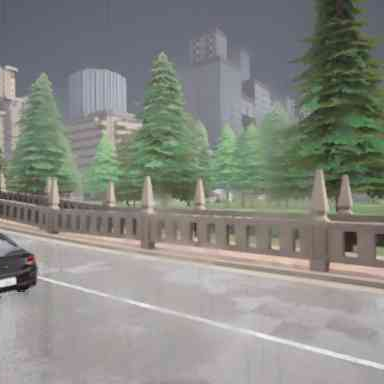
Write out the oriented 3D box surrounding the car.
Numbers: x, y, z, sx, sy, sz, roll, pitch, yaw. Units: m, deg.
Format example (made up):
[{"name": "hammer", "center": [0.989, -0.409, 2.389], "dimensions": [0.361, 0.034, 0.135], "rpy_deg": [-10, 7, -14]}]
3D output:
[{"name": "car", "center": [-5.437, 1.555, 7.791], "dimensions": [4.674, 1.442, 1.812], "rpy_deg": [1, 0, 36]}]
